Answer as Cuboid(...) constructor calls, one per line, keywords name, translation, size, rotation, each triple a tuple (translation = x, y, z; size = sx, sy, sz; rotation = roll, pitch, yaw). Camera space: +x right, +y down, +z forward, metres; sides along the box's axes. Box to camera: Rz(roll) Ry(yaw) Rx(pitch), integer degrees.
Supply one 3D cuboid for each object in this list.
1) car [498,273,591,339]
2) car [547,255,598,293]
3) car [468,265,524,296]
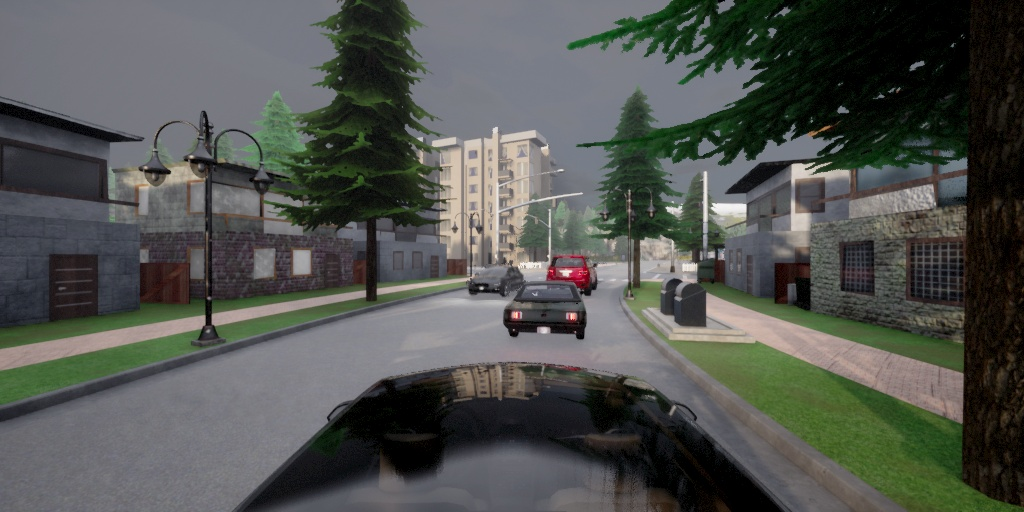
Cuboid(name="car", translation=(1.073, 1.351, 10.100), size=(1.895, 1.301, 4.718), rotation=(0, 0, 9))
Cuboid(name="car", translation=(3.370, 0.971, 19.596), size=(2.150, 2.045, 5.566), rotation=(0, 0, 18))
Cuboid(name="car", translation=(-0.675, 1.256, 18.885), size=(1.837, 1.490, 4.892), rotation=(0, 0, 18))
